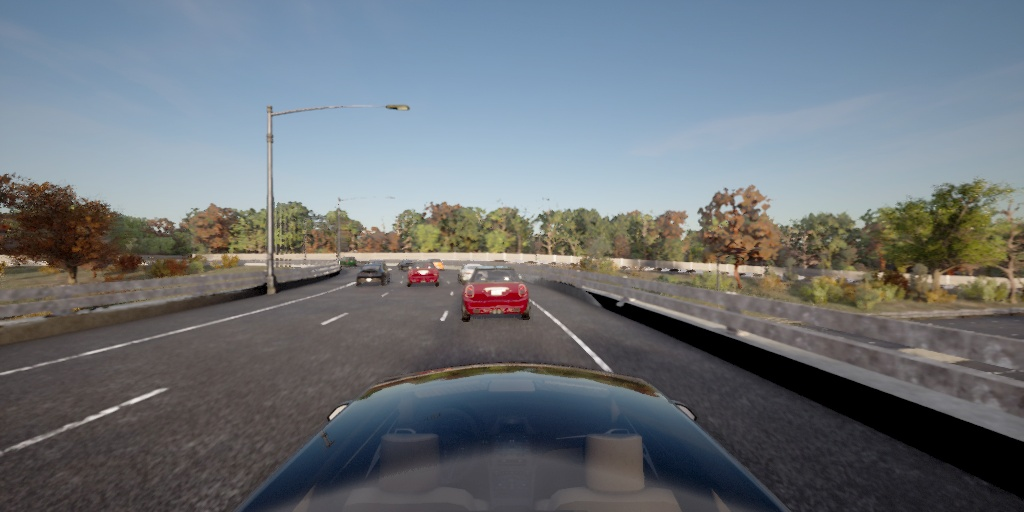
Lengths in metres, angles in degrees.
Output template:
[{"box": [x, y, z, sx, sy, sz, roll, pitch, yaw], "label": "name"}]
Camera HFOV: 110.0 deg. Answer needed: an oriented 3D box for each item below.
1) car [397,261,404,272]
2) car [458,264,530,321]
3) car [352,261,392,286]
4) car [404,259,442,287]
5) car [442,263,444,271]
[{"box": [-14.639, 1.344, 49.350, 1.837, 1.490, 4.892, 0, 0, -26], "label": "car"}, {"box": [-0.682, 1.106, 12.722, 2.097, 1.767, 4.553, 0, 0, -6], "label": "car"}, {"box": [-9.978, 1.315, 26.042, 1.837, 1.490, 4.892, 0, 0, -13], "label": "car"}, {"box": [-6.292, 1.141, 25.639, 2.097, 1.767, 4.553, 0, 0, -13], "label": "car"}, {"box": [-11.037, 1.169, 49.898, 2.097, 1.767, 4.553, 0, 0, -25], "label": "car"}]
